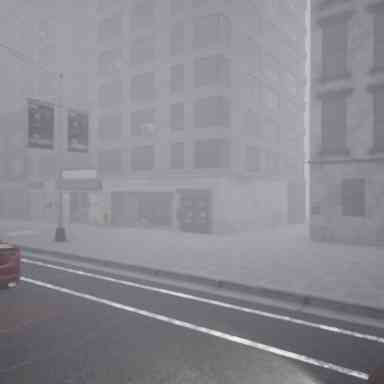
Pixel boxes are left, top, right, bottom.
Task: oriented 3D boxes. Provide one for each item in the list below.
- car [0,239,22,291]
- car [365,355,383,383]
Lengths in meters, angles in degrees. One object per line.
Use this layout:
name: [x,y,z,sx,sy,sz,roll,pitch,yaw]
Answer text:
car: [-6.004,1.501,7.849,5.008,1.535,1.882,0,0,36]
car: [2.952,1.563,1.456,4.181,1.385,1.994,0,0,36]
